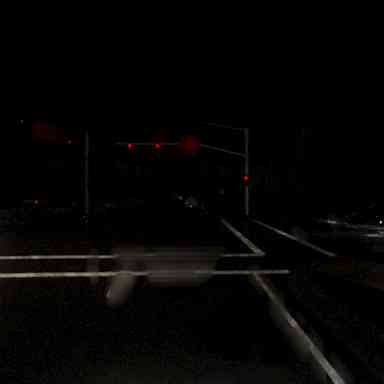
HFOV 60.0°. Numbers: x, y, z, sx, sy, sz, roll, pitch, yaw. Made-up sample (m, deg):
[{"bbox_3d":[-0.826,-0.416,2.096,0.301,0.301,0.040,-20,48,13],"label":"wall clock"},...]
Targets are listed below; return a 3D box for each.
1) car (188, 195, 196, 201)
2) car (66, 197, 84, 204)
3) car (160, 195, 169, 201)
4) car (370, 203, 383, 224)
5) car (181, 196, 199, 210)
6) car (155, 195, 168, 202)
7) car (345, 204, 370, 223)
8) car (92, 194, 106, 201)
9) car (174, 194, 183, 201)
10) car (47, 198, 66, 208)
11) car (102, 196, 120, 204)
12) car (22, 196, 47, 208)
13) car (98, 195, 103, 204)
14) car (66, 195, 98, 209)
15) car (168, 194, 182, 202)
[{"bbox_3d":[0.049,1.458,84.473,1.882,1.535,5.008,0,0,1],"label":"car"},{"bbox_3d":[-22.176,1.593,63.183,1.994,1.385,4.181,0,0,0],"label":"car"},{"bbox_3d":[-6.949,1.505,84.640,1.812,1.442,4.674,0,0,1],"label":"car"},{"bbox_3d":[14.866,1.557,21.480,5.357,1.411,2.033,0,0,1],"label":"car"},{"bbox_3d":[-0.107,1.546,43.275,1.812,1.442,4.674,0,0,0],"label":"car"},{"bbox_3d":[-7.143,1.571,74.279,2.033,1.411,5.357,0,0,1],"label":"car"},{"bbox_3d":[13.985,1.537,24.988,4.674,1.442,1.812,0,0,1],"label":"car"},{"bbox_3d":[-22.079,1.260,79.089,1.812,1.442,4.674,0,0,1],"label":"car"},{"bbox_3d":[-3.451,1.336,84.527,2.097,1.767,4.553,0,0,1],"label":"car"},{"bbox_3d":[-18.714,1.570,48.860,2.033,1.411,5.357,0,0,0],"label":"car"},{"bbox_3d":[-15.197,1.594,63.713,1.994,1.385,4.181,0,0,0],"label":"car"},{"bbox_3d":[-22.209,1.374,47.442,2.097,1.767,4.553,0,0,0],"label":"car"},{"bbox_3d":[-18.664,1.579,66.911,2.033,1.411,5.357,0,0,0],"label":"car"},{"bbox_3d":[-15.210,1.512,46.434,2.128,1.511,4.902,0,0,0],"label":"car"},{"bbox_3d":[-3.640,1.586,74.698,1.994,1.385,4.181,0,0,1],"label":"car"}]
